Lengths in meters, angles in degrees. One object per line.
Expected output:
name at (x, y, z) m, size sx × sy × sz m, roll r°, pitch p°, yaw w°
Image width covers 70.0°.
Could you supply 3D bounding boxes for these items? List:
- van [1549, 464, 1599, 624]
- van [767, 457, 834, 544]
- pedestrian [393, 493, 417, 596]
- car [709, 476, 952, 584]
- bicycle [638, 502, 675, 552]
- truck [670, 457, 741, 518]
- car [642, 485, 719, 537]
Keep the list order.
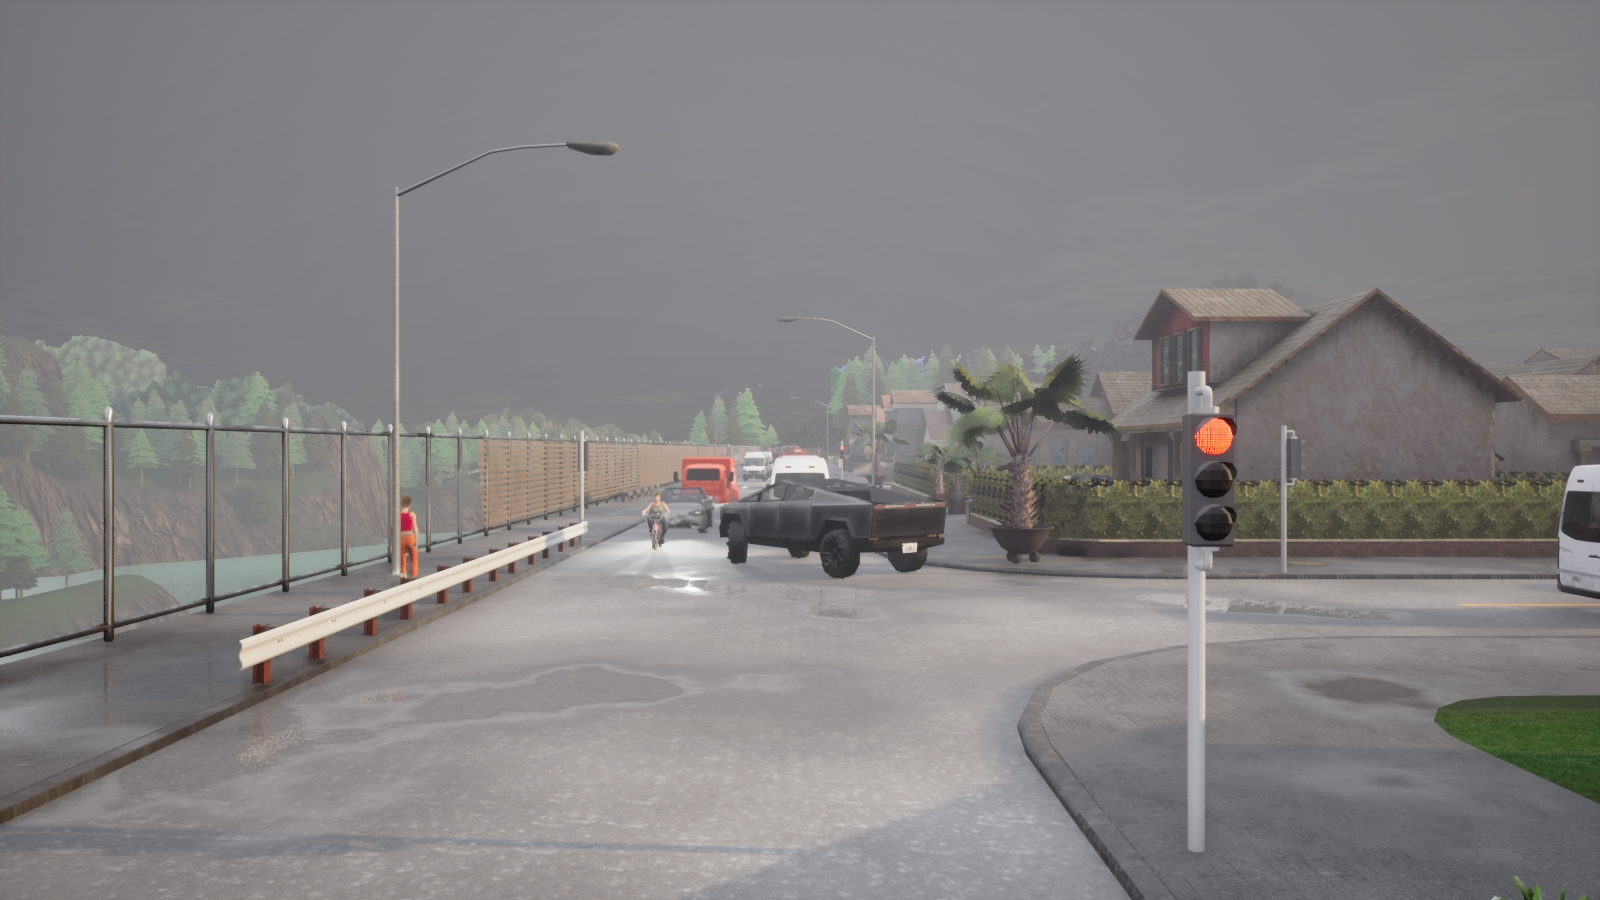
van at (15.852, 1.522, 18.661) m, size 5.915 × 2.561 × 1.988 m, roll 0°, pitch 0°, yaw 1°
van at (0.006, 1.511, 36.872) m, size 1.988 × 2.561 × 5.915 m, roll 0°, pitch 0°, yaw 0°
pedestrian at (-7.271, 1.731, 21.031) m, size 0.375 × 1.860 × 0.375 m, roll 0°, pitch 0°, yaw -10°
car at (0.520, 1.736, 26.916) m, size 2.390 × 2.098 × 6.274 m, roll 0°, pitch 0°, yaw -36°
bicycle at (-3.991, 2.138, 31.845) m, size 0.859 × 1.276 × 1.487 m, roll 0°, pitch 0°, yaw 0°
truck at (-3.992, 1.539, 49.364) m, size 2.627 × 2.467 × 5.204 m, roll 0°, pitch 0°, yaw 0°
car at (-3.997, 2.023, 39.013) m, size 2.128 × 1.511 × 4.902 m, roll 0°, pitch 0°, yaw 0°
